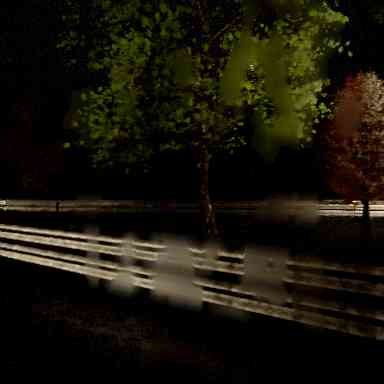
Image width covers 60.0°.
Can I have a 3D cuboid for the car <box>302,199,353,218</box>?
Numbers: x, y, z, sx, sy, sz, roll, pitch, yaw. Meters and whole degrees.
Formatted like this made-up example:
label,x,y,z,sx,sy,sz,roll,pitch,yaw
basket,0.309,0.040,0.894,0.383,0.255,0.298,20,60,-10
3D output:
label,x,y,z,sx,sy,sz,roll,pitch,yaw
car,12.647,1.442,31.236,4.553,1.767,2.097,0,0,13
